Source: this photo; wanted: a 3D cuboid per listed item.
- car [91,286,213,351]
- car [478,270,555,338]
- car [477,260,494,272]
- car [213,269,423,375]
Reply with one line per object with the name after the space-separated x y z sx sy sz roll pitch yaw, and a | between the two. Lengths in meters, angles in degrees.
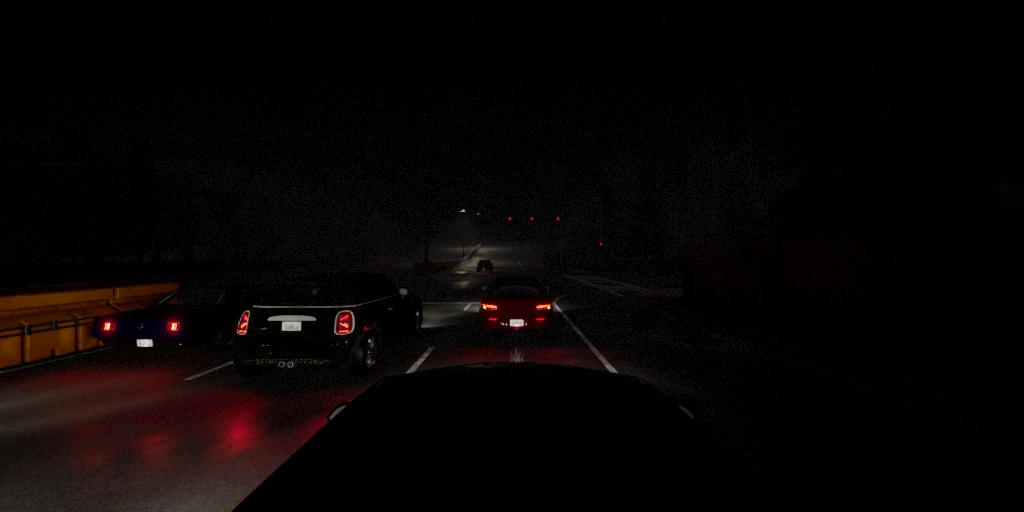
-6.897 1.351 8.963 1.895 1.301 4.718 0 0 0 | car
0.103 1.276 10.035 1.812 1.442 4.674 0 0 0 | car
-3.383 1.255 45.474 1.837 1.490 4.892 0 0 0 | car
-3.396 1.102 7.647 2.097 1.767 4.553 0 0 0 | car
